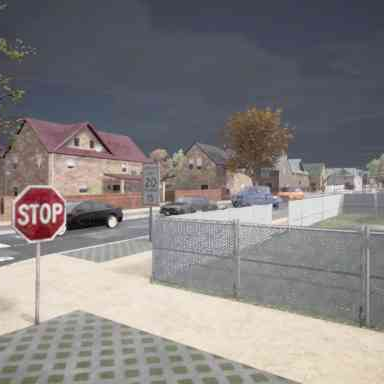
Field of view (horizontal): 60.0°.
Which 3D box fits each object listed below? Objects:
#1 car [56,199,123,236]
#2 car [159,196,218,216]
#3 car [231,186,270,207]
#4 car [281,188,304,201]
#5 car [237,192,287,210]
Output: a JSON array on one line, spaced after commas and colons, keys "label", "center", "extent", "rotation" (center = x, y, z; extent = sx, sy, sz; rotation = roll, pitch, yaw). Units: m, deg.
[{"label": "car", "center": [-5.693, 1.155, 16.594], "extent": [1.882, 1.535, 5.008], "rotation": [1, 2, 34]}, {"label": "car", "center": [-0.091, 0.996, 24.533], "extent": [2.033, 1.411, 5.357], "rotation": [1, 2, 35]}, {"label": "car", "center": [5.988, 0.425, 33.062], "extent": [2.150, 2.045, 5.566], "rotation": [1, 2, 36]}, {"label": "car", "center": [12.557, 0.292, 42.233], "extent": [2.097, 1.767, 4.553], "rotation": [1, 2, 36]}, {"label": "car", "center": [5.987, 0.945, 28.016], "extent": [1.895, 1.301, 4.718], "rotation": [1, 2, 36]}]
